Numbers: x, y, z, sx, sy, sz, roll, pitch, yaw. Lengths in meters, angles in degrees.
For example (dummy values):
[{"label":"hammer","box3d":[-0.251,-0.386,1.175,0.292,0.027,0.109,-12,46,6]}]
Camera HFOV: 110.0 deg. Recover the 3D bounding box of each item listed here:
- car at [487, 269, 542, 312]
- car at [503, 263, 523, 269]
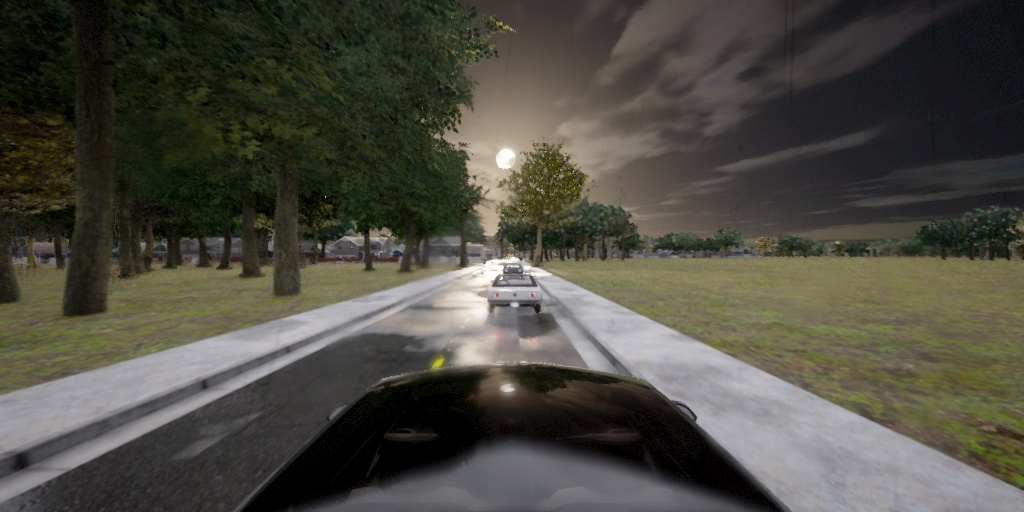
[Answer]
[{"label":"car","box3d":[0.098,1.349,14.279,1.895,1.301,4.718,0,0,0]},{"label":"car","box3d":[0.097,1.345,33.957,1.895,1.301,4.718,0,0,0]}]
